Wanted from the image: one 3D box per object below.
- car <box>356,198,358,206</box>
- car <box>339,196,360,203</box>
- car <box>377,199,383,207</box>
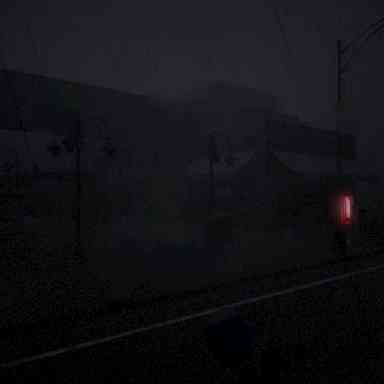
[{"bbox_3d":[24.116,1.401,52.393,5.027,1.636,2.152,0,0,-36],"label":"car"},{"bbox_3d":[33.381,1.565,70.515,4.514,1.523,2.007,0,0,-36],"label":"car"},{"bbox_3d":[28.122,1.480,47.369,3.806,1.475,1.970,0,0,-36],"label":"car"}]
